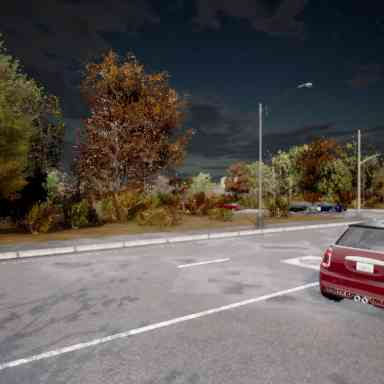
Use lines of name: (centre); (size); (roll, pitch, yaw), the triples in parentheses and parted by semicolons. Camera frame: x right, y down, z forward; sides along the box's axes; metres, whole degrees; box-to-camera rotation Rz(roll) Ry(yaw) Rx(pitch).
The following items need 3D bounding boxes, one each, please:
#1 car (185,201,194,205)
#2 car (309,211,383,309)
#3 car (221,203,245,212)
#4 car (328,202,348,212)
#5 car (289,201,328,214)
car: (0.263, 2.590, 58.320); (2.150, 2.045, 5.566); (0, -3, -32)
car: (4.811, 1.362, 7.120); (4.553, 1.767, 2.097); (0, 0, -35)
car: (6.634, 2.524, 54.690); (1.882, 1.535, 5.008); (0, -3, -32)
car: (15.967, 1.878, 39.686); (1.895, 1.301, 4.718); (0, -2, -32)
car: (12.624, 1.777, 38.434); (2.128, 1.511, 4.902); (0, -2, -32)
